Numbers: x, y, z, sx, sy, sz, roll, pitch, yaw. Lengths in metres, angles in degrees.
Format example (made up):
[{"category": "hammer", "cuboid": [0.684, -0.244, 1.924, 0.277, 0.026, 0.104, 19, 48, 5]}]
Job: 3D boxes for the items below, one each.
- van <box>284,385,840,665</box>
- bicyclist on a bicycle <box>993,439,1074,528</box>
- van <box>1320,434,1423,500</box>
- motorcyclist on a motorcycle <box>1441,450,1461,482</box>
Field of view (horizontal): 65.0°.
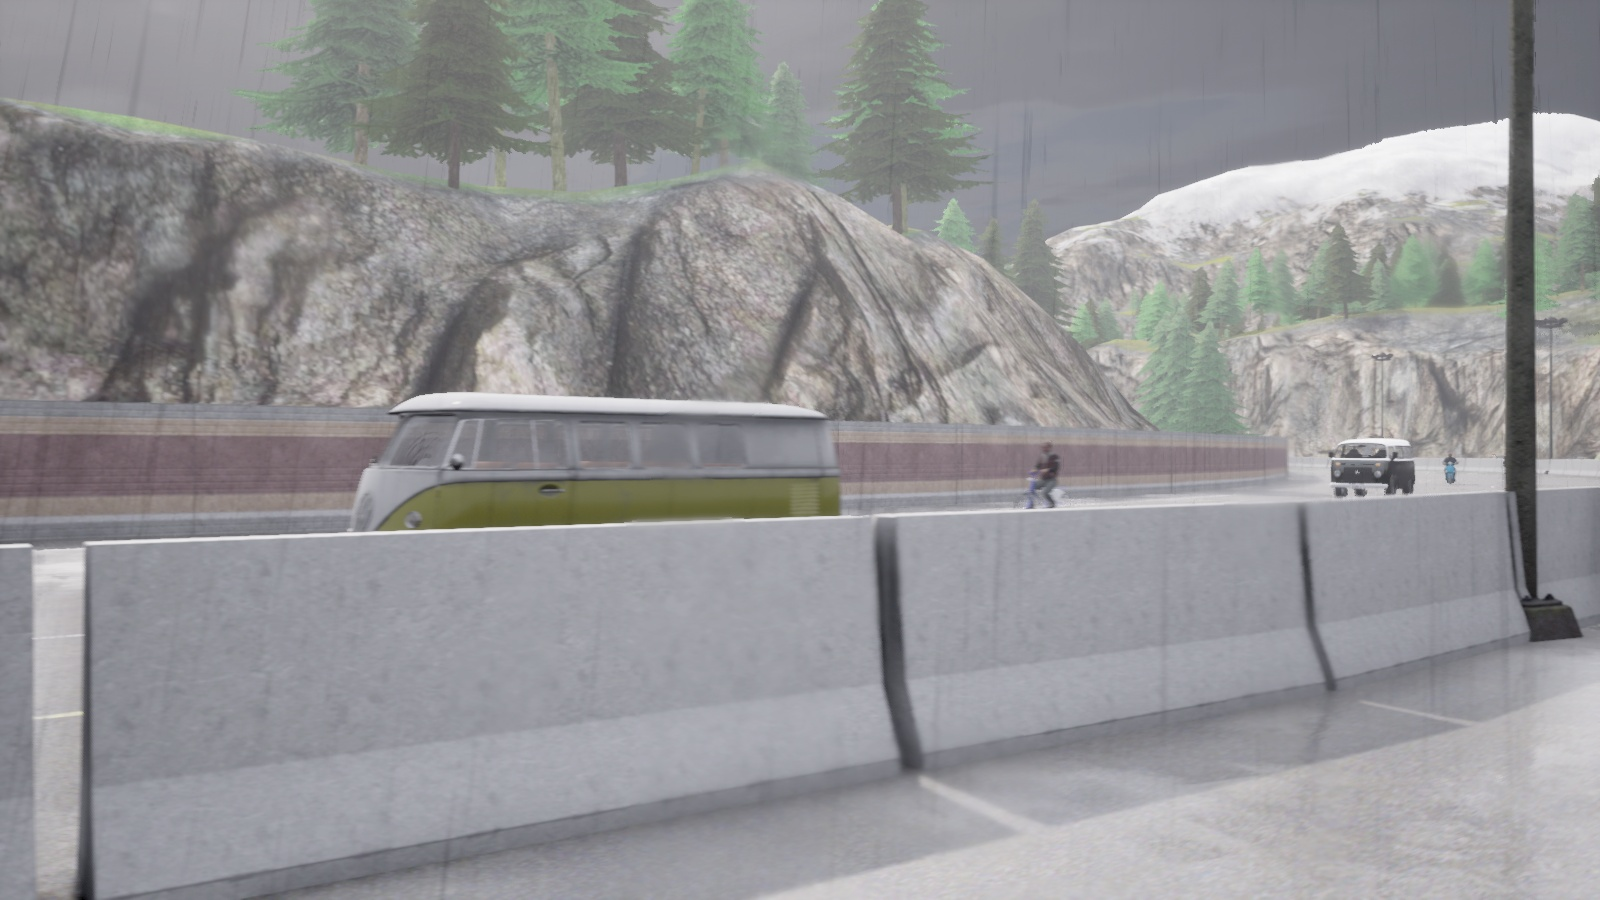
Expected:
[{"category": "van", "cuboid": [-1.934, 0.532, 10.961, 4.442, 1.987, 1.775, 0, 0, -37]}, {"category": "bicyclist on a bicycle", "cuboid": [4.821, 0.675, 25.837, 1.843, 1.776, 0.659, 0, -1, -43]}, {"category": "van", "cuboid": [18.707, 0.540, 41.033, 2.069, 2.038, 4.480, 0, 0, 38]}, {"category": "motorcyclist on a motorcycle", "cuboid": [32.294, 0.794, 62.297, 0.866, 1.590, 1.817, -1, -1, 27]}]
